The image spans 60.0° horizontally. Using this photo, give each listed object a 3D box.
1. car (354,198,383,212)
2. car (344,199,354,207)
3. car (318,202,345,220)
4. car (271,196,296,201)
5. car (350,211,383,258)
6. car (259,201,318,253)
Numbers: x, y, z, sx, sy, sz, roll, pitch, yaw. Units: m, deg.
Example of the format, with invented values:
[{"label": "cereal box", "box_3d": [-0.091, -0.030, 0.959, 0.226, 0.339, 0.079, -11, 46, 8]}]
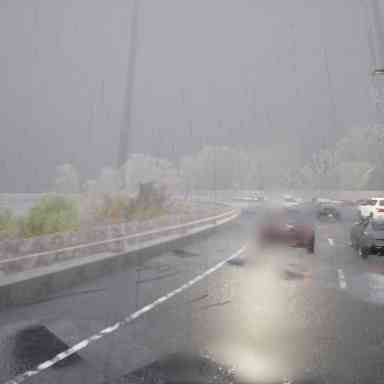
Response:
[{"label": "car", "box_3d": [14.978, 1.476, 26.405, 2.150, 2.045, 5.566, 1, 0, 13]}, {"label": "car", "box_3d": [29.686, 2.048, 61.966, 1.837, 1.490, 4.892, -1, -1, 42]}, {"label": "car", "box_3d": [12.212, 1.747, 30.555, 1.837, 1.490, 4.892, 1, 0, 11]}, {"label": "car", "box_3d": [9.150, 1.441, 33.149, 2.150, 2.045, 5.566, 1, 0, 9]}, {"label": "car", "box_3d": [7.396, 1.688, 12.939, 1.994, 1.385, 4.181, 1, 0, 20]}, {"label": "car", "box_3d": [4.254, 1.450, 14.517, 2.097, 1.767, 4.553, 0, 0, 20]}]
